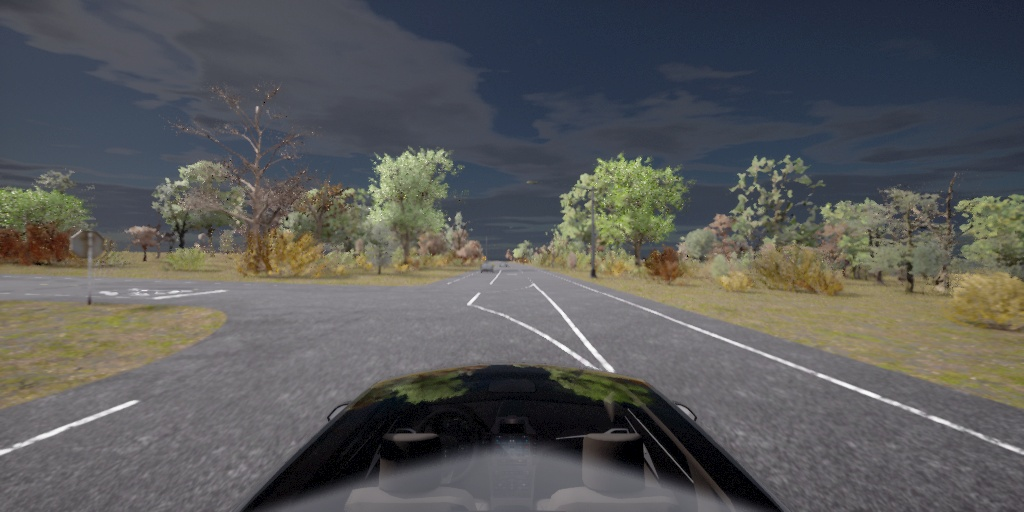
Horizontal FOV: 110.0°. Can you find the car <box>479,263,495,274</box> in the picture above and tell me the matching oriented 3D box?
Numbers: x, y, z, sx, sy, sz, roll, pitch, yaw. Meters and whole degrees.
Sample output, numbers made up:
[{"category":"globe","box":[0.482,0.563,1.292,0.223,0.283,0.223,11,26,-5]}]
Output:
[{"category":"car","box":[-3.613,1.782,52.432,1.837,1.490,4.892,0,-1,-1]}]
